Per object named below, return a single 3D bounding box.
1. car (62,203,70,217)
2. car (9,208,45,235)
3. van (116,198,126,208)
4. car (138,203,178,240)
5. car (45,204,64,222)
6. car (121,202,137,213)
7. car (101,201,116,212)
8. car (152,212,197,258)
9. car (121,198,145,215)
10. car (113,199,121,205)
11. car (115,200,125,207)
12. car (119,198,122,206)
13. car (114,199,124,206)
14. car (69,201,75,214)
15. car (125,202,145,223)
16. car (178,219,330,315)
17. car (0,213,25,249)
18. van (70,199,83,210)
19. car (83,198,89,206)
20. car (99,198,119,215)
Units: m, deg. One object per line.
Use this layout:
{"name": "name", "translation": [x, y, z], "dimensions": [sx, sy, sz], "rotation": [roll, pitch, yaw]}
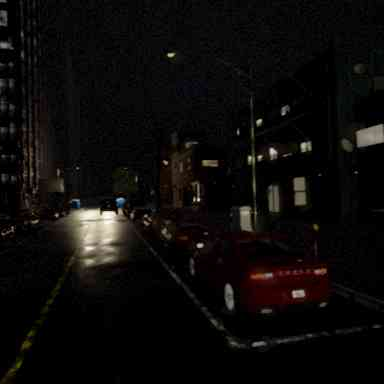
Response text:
{"name": "car", "translation": [-15.317, 2.244, 37.644], "dimensions": [1.802, 1.307, 4.206], "rotation": [-1, -1, -15]}
{"name": "car", "translation": [-11.132, 1.875, 21.542], "dimensions": [1.967, 1.590, 4.097], "rotation": [-1, -1, -15]}
{"name": "van", "translation": [-14.193, 2.163, 66.595], "dimensions": [1.690, 1.788, 3.998], "rotation": [-1, -1, -15]}
{"name": "car", "translation": [-1.629, 1.599, 18.287], "dimensions": [1.967, 1.590, 4.097], "rotation": [-1, -1, -15]}
{"name": "car", "translation": [-13.922, 2.169, 32.274], "dimensions": [1.802, 1.307, 4.206], "rotation": [-1, -1, -15]}
{"name": "car", "translation": [-8.649, 2.066, 45.289], "dimensions": [1.752, 1.417, 4.829], "rotation": [-1, -1, -15]}
{"name": "car", "translation": [-12.961, 2.242, 51.528], "dimensions": [2.033, 1.411, 5.357], "rotation": [-1, 0, -15]}
{"name": "car", "translation": [-0.231, 1.662, 12.916], "dimensions": [1.802, 1.307, 4.206], "rotation": [-1, -1, -15]}
{"name": "car", "translation": [-5.817, 1.705, 34.389], "dimensions": [2.192, 1.841, 5.009], "rotation": [-1, -1, -15]}
{"name": "car", "translation": [-19.775, 2.639, 88.063], "dimensions": [1.887, 1.381, 4.507], "rotation": [-1, -1, -15]}
{"name": "car", "translation": [-15.586, 2.457, 71.961], "dimensions": [1.947, 1.339, 4.313], "rotation": [-1, -1, -15]}
{"name": "car", "translation": [-7.213, 1.780, 39.758], "dimensions": [2.192, 1.841, 5.009], "rotation": [-1, -1, -15]}
{"name": "car", "translation": [-16.984, 2.400, 77.329], "dimensions": [1.967, 1.590, 4.097], "rotation": [-1, -1, -15]}
{"name": "car", "translation": [-16.714, 2.280, 43.011], "dimensions": [1.887, 1.381, 4.507], "rotation": [-1, -1, -15]}
{"name": "car", "translation": [-4.418, 1.865, 29.019], "dimensions": [2.008, 1.369, 4.403], "rotation": [-1, -1, -15]}
{"name": "car", "translation": [1.164, 1.545, 7.550], "dimensions": [1.887, 1.381, 4.507], "rotation": [-1, -1, -15]}
{"name": "car", "translation": [-9.734, 1.938, 16.174], "dimensions": [1.802, 1.307, 4.206], "rotation": [-1, -1, -15]}
{"name": "van", "translation": [-20.904, 2.291, 59.116], "dimensions": [1.690, 1.788, 3.998], "rotation": [-1, -1, -15]}
{"name": "car", "translation": [-27.881, 2.873, 85.950], "dimensions": [1.802, 1.307, 4.206], "rotation": [-1, -1, -15]}
{"name": "car", "translation": [-10.349, 1.780, 41.456], "dimensions": [2.150, 2.045, 5.566], "rotation": [-1, 0, -15]}
